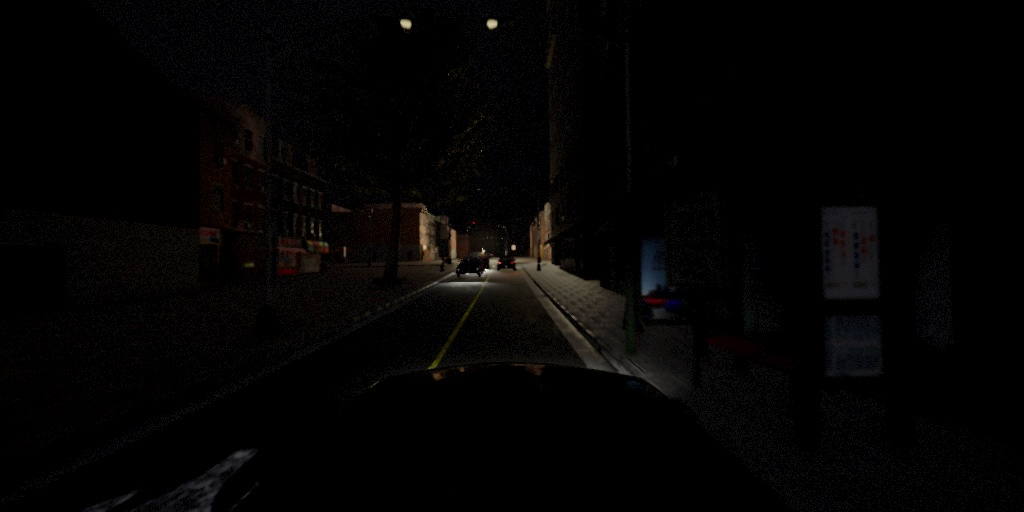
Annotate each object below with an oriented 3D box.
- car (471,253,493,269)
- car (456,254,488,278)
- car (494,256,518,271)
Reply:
[{"bbox_3d":[-3.432,0.671,39.398,1.994,1.385,4.181,-1,2,-1],"label":"car"},{"bbox_3d":[-3.218,0.797,28.197,2.033,1.411,5.357,-1,1,-1],"label":"car"},{"bbox_3d":[-0.546,0.717,36.082,1.812,1.442,4.674,-1,2,0],"label":"car"}]
